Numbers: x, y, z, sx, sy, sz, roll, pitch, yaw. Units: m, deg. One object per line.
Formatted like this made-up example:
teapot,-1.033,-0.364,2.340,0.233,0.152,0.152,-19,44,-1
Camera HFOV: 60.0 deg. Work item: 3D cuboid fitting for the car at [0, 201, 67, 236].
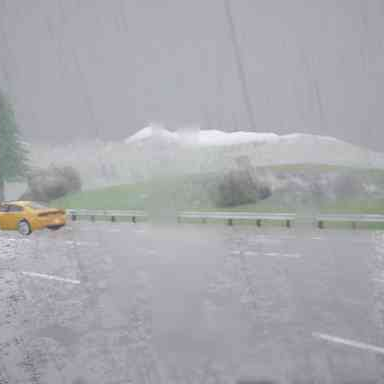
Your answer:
car,-8.565,1.206,16.455,5.008,1.535,1.882,0,1,23
